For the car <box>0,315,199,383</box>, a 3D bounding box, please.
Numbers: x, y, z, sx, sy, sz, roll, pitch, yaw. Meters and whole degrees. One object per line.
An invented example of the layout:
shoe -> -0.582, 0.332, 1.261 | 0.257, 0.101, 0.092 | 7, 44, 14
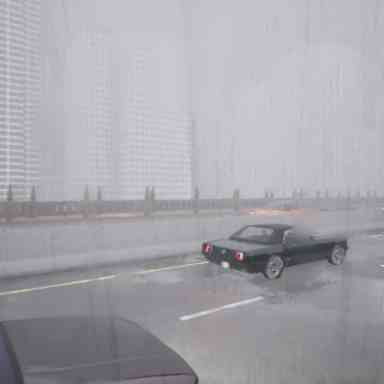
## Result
car -> -2.470, 1.547, 1.984 | 5.357, 1.411, 2.033 | 0, 0, -35

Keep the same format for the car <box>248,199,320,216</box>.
car -> 5.565, 1.368, 20.862 | 4.553, 1.767, 2.097 | 0, 0, -35

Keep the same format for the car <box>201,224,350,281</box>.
car -> 2.680, 1.609, 9.959 | 4.718, 1.301, 1.895 | 0, 0, -36

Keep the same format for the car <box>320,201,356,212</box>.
car -> 13.294, 1.592, 30.672 | 4.181, 1.385, 1.994 | 0, 0, -35

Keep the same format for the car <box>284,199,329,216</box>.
car -> 11.689, 1.533, 33.826 | 4.892, 1.490, 1.837 | 0, 0, -35
